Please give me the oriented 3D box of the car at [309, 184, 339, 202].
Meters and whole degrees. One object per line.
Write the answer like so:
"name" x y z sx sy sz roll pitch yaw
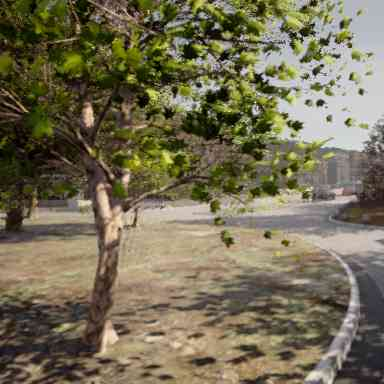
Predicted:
"car" 20.353 0.366 51.332 2.150 2.045 5.566 0 3 40

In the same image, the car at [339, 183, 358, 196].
"car" 29.807 -0.311 62.254 2.097 1.767 4.553 0 3 42

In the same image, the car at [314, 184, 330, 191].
"car" 32.175 -1.111 82.512 2.163 1.488 4.792 0 3 42
